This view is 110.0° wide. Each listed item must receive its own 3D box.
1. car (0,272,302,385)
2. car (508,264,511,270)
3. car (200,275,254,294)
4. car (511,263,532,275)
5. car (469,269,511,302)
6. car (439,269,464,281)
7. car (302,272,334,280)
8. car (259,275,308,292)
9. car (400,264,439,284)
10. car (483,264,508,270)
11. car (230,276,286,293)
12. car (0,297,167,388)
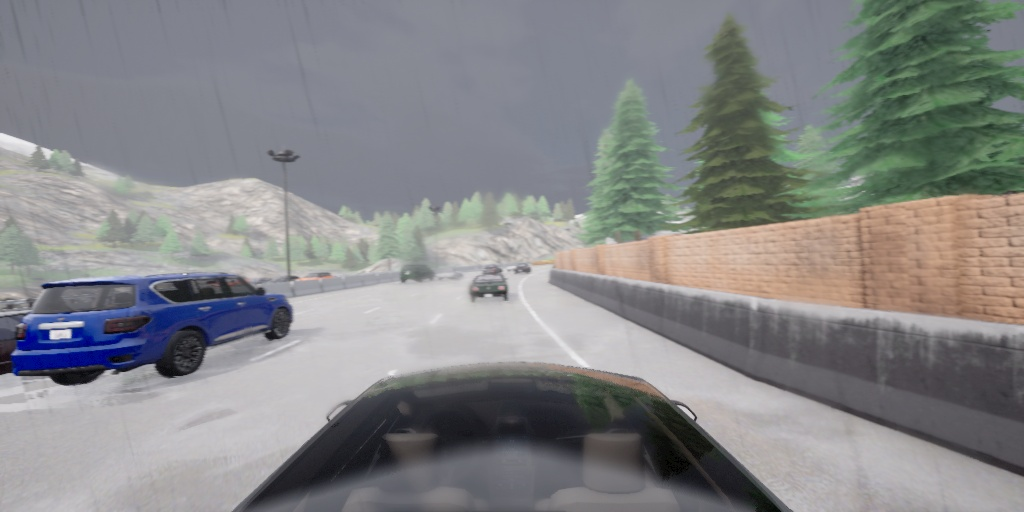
[{"bbox_3d":[-7.623,1.430,8.570,2.150,2.045,5.566,-3,-1,-4],"label":"car"},{"bbox_3d":[0.563,1.967,60.301,1.895,1.301,4.718,-3,-1,15],"label":"car"},{"bbox_3d":[-31.727,3.129,40.167,2.097,1.767,4.553,-3,0,6],"label":"car"},{"bbox_3d":[1.499,1.717,48.713,1.812,1.442,4.674,-3,-1,11],"label":"car"},{"bbox_3d":[-1.129,1.598,19.085,1.895,1.301,4.718,-3,-1,-1],"label":"car"},{"bbox_3d":[-6.894,2.130,40.831,1.895,1.301,4.718,-3,-1,7],"label":"car"},{"bbox_3d":[-21.325,2.588,38.837,2.097,1.767,4.553,-3,0,6],"label":"car"},{"bbox_3d":[-24.802,2.924,39.119,1.837,1.490,4.892,-3,-1,6],"label":"car"},{"bbox_3d":[-10.479,1.925,39.990,2.150,2.045,5.566,-3,0,7],"label":"car"},{"bbox_3d":[-2.433,1.854,46.552,2.128,1.511,4.902,-3,-1,10],"label":"car"},{"bbox_3d":[-28.208,3.148,40.123,2.033,1.411,5.357,-3,-1,6],"label":"car"},{"bbox_3d":[-11.087,1.925,7.883,2.033,1.411,5.357,-3,-1,-4],"label":"car"}]
